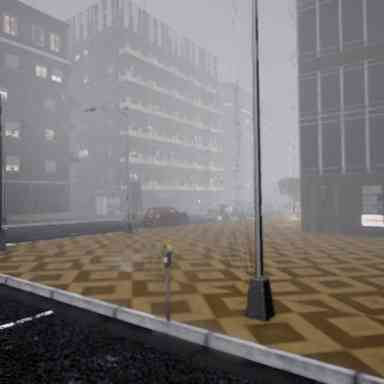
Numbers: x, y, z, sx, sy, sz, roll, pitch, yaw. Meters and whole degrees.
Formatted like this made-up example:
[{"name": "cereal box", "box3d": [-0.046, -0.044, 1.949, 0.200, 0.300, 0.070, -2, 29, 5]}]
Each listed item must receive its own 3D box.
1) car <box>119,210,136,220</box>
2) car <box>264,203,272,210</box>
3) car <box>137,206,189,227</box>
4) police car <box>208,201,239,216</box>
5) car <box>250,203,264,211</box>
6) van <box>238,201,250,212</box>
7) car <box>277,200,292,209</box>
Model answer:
[{"name": "car", "box3d": [-5.673, 2.236, 35.883, 1.752, 1.417, 4.829, -2, -2, 35]}, {"name": "car", "box3d": [13.917, 2.785, 63.753, 1.887, 1.381, 4.507, -2, -2, 35]}, {"name": "car", "box3d": [-2.021, 1.907, 26.628, 1.967, 1.590, 4.097, -2, -2, 35]}, {"name": "police car", "box3d": [3.987, 2.366, 44.986, 2.038, 1.542, 4.974, -1, -2, 35]}, {"name": "car", "box3d": [10.667, 2.593, 59.135, 1.967, 1.590, 4.097, -2, -2, 35]}, {"name": "van", "box3d": [7.416, 2.406, 54.516, 1.690, 1.788, 3.998, -2, -2, 35]}, {"name": "car", "box3d": [20.410, 2.732, 73.005, 2.192, 1.841, 5.009, -2, -2, 35]}]
